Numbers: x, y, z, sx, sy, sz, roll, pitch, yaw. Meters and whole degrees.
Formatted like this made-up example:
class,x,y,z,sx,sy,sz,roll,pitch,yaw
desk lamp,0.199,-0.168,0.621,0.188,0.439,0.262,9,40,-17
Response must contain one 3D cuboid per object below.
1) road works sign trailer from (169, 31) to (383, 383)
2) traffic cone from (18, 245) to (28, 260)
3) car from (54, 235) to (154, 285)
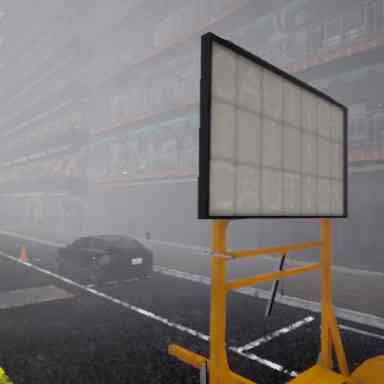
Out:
class,x,y,z,sx,sy,sz,roll,pitch,yaw
road works sign trailer,0.749,0.653,3.244,2.380,3.560,2.880,4,-4,-43
traffic cone,-6.988,2.497,13.778,0.340,0.580,0.340,4,-4,-43
car,-3.002,2.056,11.011,1.947,1.339,4.313,4,-4,-43
